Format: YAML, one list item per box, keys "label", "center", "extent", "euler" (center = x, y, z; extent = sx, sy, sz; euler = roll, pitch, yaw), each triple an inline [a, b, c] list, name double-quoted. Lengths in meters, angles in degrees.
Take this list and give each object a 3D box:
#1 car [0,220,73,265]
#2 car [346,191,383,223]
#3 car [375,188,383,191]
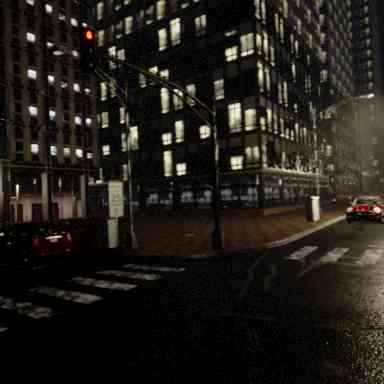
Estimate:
- label: "car"
  center: [-6.932, 1.992, 14.033]
  extent: [4.097, 1.590, 1.967]
  euler: [-3, -2, 35]
- label: "car"
  center: [10.760, 0.991, 20.421]
  extent: [1.967, 1.590, 4.097]
  euler: [-2, 0, 35]
- label: "car"
  center: [17.164, 0.576, 29.540]
  extent: [2.192, 1.841, 5.009]
  euler: [-2, 0, 35]
